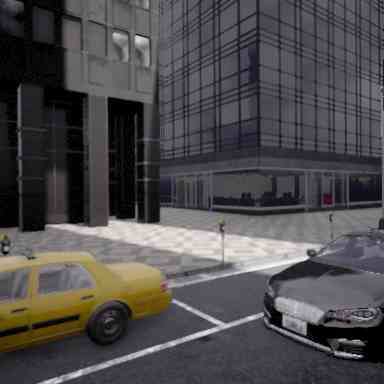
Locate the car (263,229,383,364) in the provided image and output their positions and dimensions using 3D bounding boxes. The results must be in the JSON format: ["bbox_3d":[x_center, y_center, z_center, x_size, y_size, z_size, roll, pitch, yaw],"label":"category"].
[{"bbox_3d":[3.324,1.448,5.751,4.902,1.511,2.128,0,0,-36],"label":"car"}]

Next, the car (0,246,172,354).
[{"bbox_3d":[-2.621,1.521,4.782,4.829,1.417,1.752,-1,0,-36],"label":"car"}]
